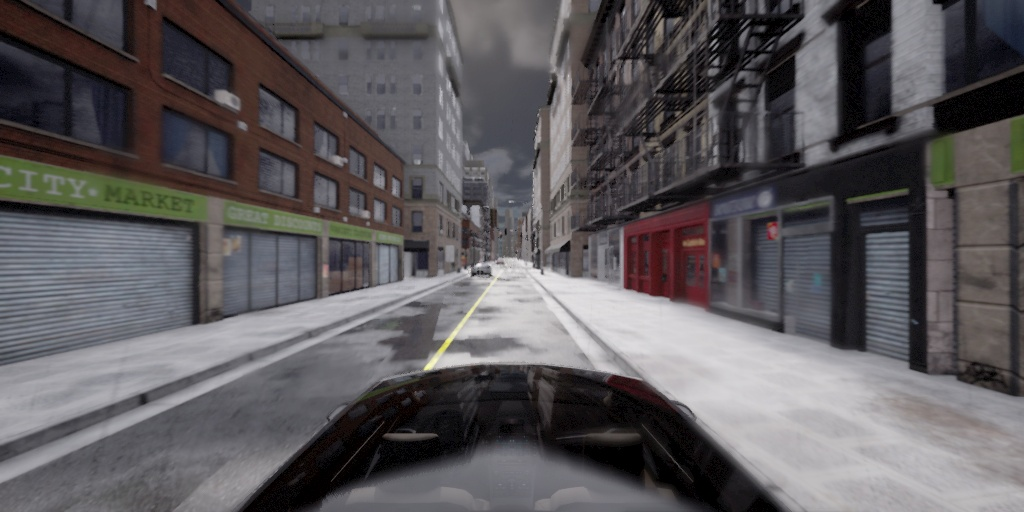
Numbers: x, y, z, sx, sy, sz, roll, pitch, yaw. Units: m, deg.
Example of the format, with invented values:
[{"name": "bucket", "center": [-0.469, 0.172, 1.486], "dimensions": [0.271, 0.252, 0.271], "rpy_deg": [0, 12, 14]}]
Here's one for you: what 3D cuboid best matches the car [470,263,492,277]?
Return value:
[{"name": "car", "center": [-3.076, 1.427, 36.901], "dimensions": [1.994, 1.385, 4.181], "rpy_deg": [0, 0, 0]}]
